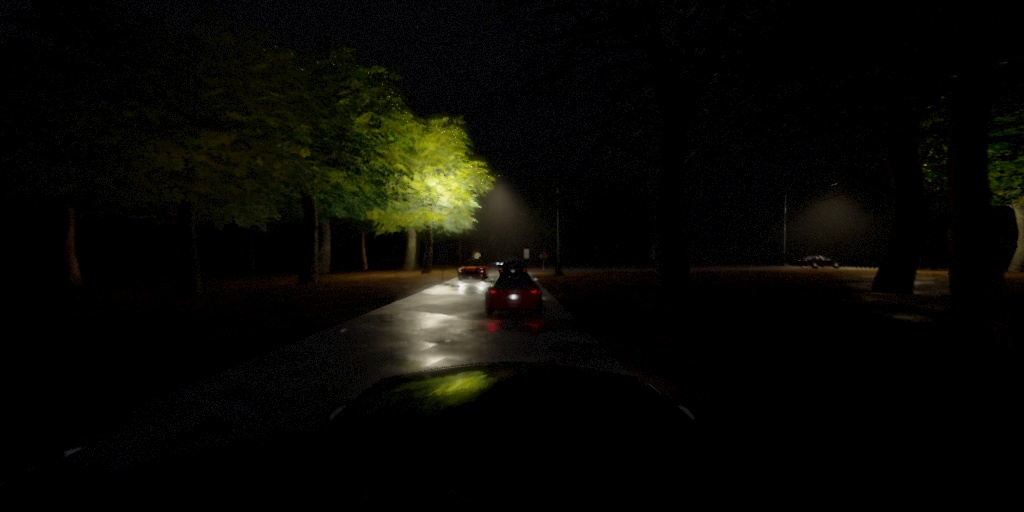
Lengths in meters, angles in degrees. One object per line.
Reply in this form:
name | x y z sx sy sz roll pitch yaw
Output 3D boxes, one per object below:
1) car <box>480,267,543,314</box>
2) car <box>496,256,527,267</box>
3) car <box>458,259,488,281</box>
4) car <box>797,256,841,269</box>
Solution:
car | 0.071 1.298 13.631 1.994 1.385 4.181 0 0 0
car | 0.060 1.059 26.874 2.097 1.767 4.553 0 0 0
car | -3.066 1.052 28.920 2.097 1.767 4.553 0 0 0
car | 37.929 0.769 44.280 4.902 1.511 2.128 0 1 -6
